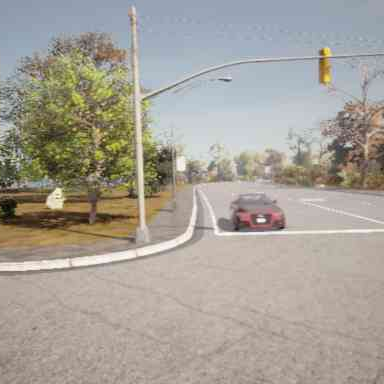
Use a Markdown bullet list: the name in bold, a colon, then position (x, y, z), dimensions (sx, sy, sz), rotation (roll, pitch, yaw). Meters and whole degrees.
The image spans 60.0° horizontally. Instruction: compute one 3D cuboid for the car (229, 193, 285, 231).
- **car**: position (2.667, 0.772, 14.461), dimensions (1.994, 1.385, 4.181), rotation (-2, 3, 2)
